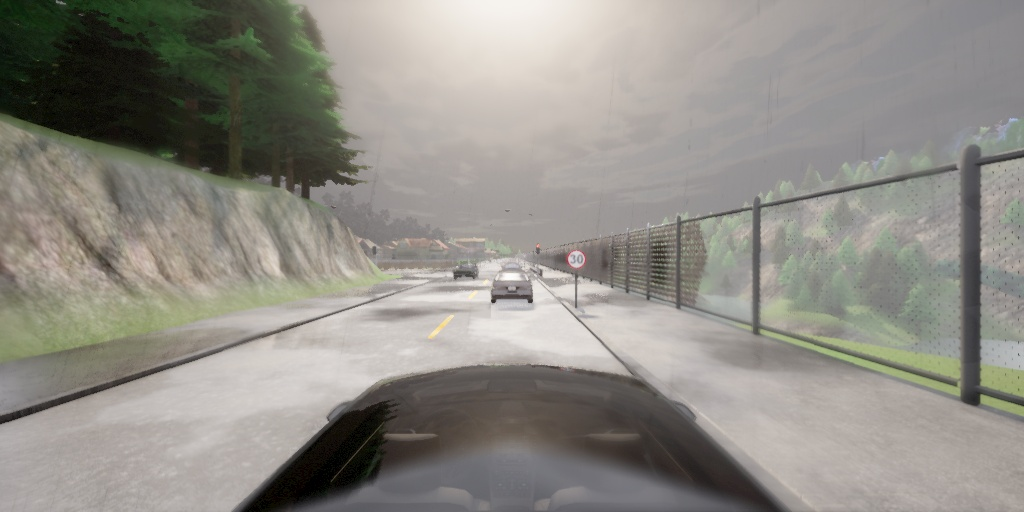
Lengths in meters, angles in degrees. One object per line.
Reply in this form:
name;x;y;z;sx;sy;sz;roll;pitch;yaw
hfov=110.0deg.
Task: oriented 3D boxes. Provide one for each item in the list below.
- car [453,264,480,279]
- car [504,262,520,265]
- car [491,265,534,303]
car;-4.000;1.402;31.830;1.895;1.301;4.718;0;0;0
car;0.000;1.280;31.500;1.812;1.442;4.674;0;0;0
car;0.000;1.310;16.500;2.033;1.411;5.357;0;0;0
